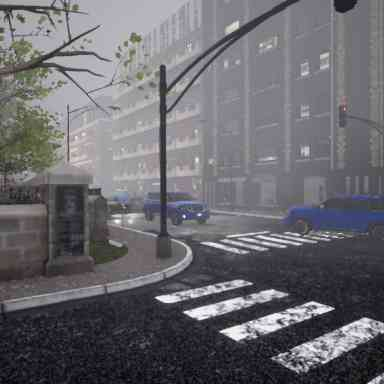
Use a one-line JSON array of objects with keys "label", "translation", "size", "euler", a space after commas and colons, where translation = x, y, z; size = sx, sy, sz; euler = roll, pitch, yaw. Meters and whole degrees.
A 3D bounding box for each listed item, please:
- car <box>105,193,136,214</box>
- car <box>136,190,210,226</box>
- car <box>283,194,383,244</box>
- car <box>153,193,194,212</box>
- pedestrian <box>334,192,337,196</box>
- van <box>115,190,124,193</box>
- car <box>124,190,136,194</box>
[{"label": "car", "translation": [-6.855, 1.098, 29.322], "size": [1.994, 1.385, 4.181], "euler": [0, 1, -36]}, {"label": "car", "translation": [-1.194, 0.926, 21.594], "size": [2.150, 2.045, 5.566], "euler": [0, 1, -36]}, {"label": "car", "translation": [7.314, 1.138, 15.966], "size": [5.566, 2.045, 2.150], "euler": [2, 4, 30]}, {"label": "car", "translation": [-1.873, 0.949, 32.341], "size": [1.967, 1.590, 4.097], "euler": [1, 1, -36]}, {"label": "pedestrian", "translation": [9.402, 0.902, 21.910], "size": [0.375, 1.860, 0.375], "euler": [1, -1, -36]}, {"label": "van", "translation": [-8.401, 0.654, 41.249], "size": [1.690, 1.788, 3.998], "euler": [1, 1, -36]}, {"label": "car", "translation": [-5.136, 0.726, 36.794], "size": [2.192, 1.841, 5.009], "euler": [1, 1, -36]}]
